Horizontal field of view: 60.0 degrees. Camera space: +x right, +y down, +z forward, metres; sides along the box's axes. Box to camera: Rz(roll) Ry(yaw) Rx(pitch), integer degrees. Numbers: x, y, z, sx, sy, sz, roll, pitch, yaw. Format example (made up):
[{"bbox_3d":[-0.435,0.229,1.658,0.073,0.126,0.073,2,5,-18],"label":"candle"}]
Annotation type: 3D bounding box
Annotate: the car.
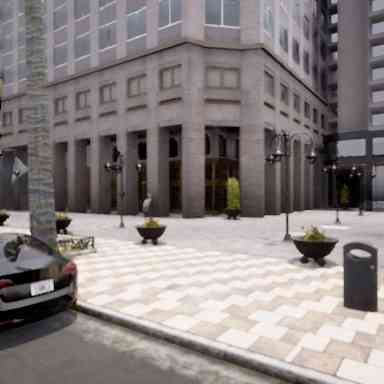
[{"bbox_3d":[-4.247,1.538,6.521,4.786,1.482,2.161,0,0,35],"label":"car"}]
